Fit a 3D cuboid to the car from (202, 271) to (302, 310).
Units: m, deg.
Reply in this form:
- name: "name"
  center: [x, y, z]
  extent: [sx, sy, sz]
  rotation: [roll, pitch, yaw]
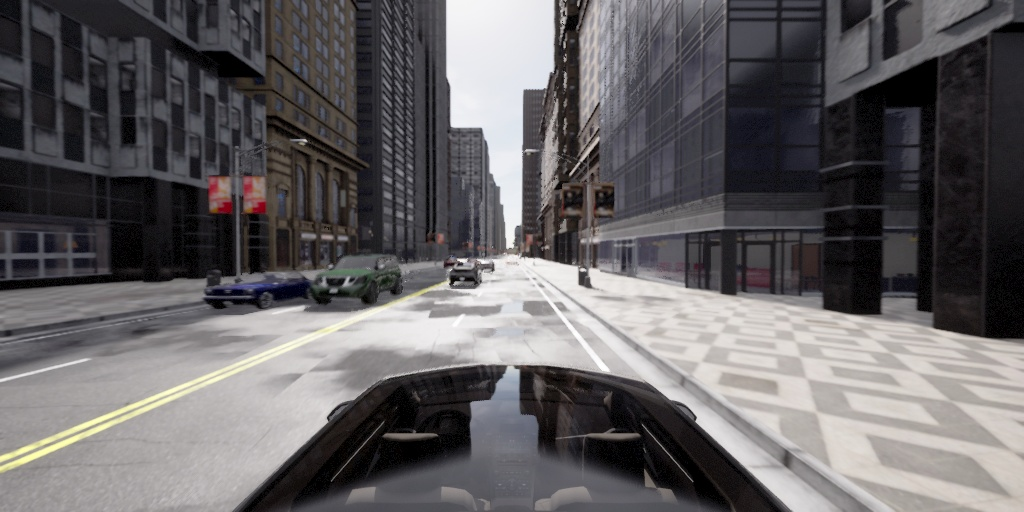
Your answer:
- name: "car"
  center: [-9.853, 1.311, 14.638]
  extent: [1.895, 1.301, 4.718]
  rotation: [0, 0, 0]

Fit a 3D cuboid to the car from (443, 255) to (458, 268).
- name: "car"
  center: [-9.807, 1.028, 58.156]
  extent: [2.097, 1.767, 4.553]
  rotation: [0, 0, 1]

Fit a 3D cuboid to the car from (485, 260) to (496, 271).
- name: "car"
  center: [-3.163, 1.228, 46.144]
  extent: [2.033, 1.411, 5.357]
  rotation: [0, 0, 0]

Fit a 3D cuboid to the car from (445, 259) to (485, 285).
- name: "car"
  center: [-3.157, 1.195, 25.164]
  extent: [1.837, 1.490, 4.892]
  rotation: [0, 0, 0]

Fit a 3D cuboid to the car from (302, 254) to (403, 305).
- name: "car"
  center: [-6.603, 0.928, 16.045]
  extent: [2.150, 2.045, 5.566]
  rotation: [0, 0, 0]
